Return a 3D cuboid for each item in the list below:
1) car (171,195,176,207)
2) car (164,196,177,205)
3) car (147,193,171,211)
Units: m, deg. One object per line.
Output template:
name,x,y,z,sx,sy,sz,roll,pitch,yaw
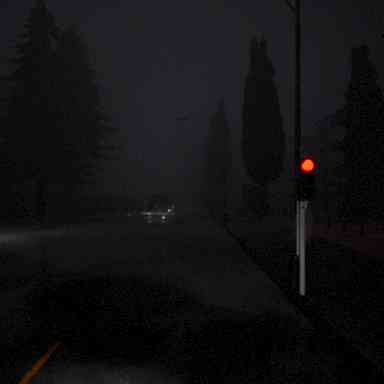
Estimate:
car,-4.132,1.253,51.508,2.150,2.045,5.566,0,0,0
car,-4.074,1.586,63.013,2.033,1.411,5.357,0,0,1
car,-4.138,1.247,40.804,2.150,2.045,5.566,0,0,0
